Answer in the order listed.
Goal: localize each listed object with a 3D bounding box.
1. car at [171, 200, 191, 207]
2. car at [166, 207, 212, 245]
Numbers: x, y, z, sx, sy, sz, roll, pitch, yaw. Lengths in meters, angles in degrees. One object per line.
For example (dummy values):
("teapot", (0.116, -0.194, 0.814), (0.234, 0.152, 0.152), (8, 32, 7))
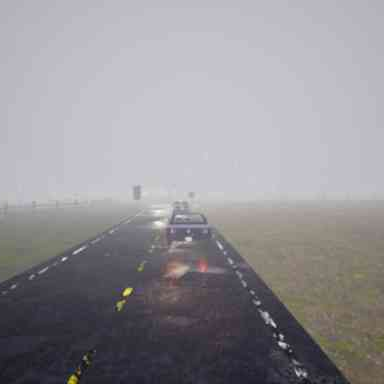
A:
("car", (-1.048, 1.532, 32.481), (2.033, 1.411, 5.357), (0, 0, -4))
("car", (-0.190, 1.583, 15.386), (1.895, 1.301, 4.718), (0, 0, -2))
